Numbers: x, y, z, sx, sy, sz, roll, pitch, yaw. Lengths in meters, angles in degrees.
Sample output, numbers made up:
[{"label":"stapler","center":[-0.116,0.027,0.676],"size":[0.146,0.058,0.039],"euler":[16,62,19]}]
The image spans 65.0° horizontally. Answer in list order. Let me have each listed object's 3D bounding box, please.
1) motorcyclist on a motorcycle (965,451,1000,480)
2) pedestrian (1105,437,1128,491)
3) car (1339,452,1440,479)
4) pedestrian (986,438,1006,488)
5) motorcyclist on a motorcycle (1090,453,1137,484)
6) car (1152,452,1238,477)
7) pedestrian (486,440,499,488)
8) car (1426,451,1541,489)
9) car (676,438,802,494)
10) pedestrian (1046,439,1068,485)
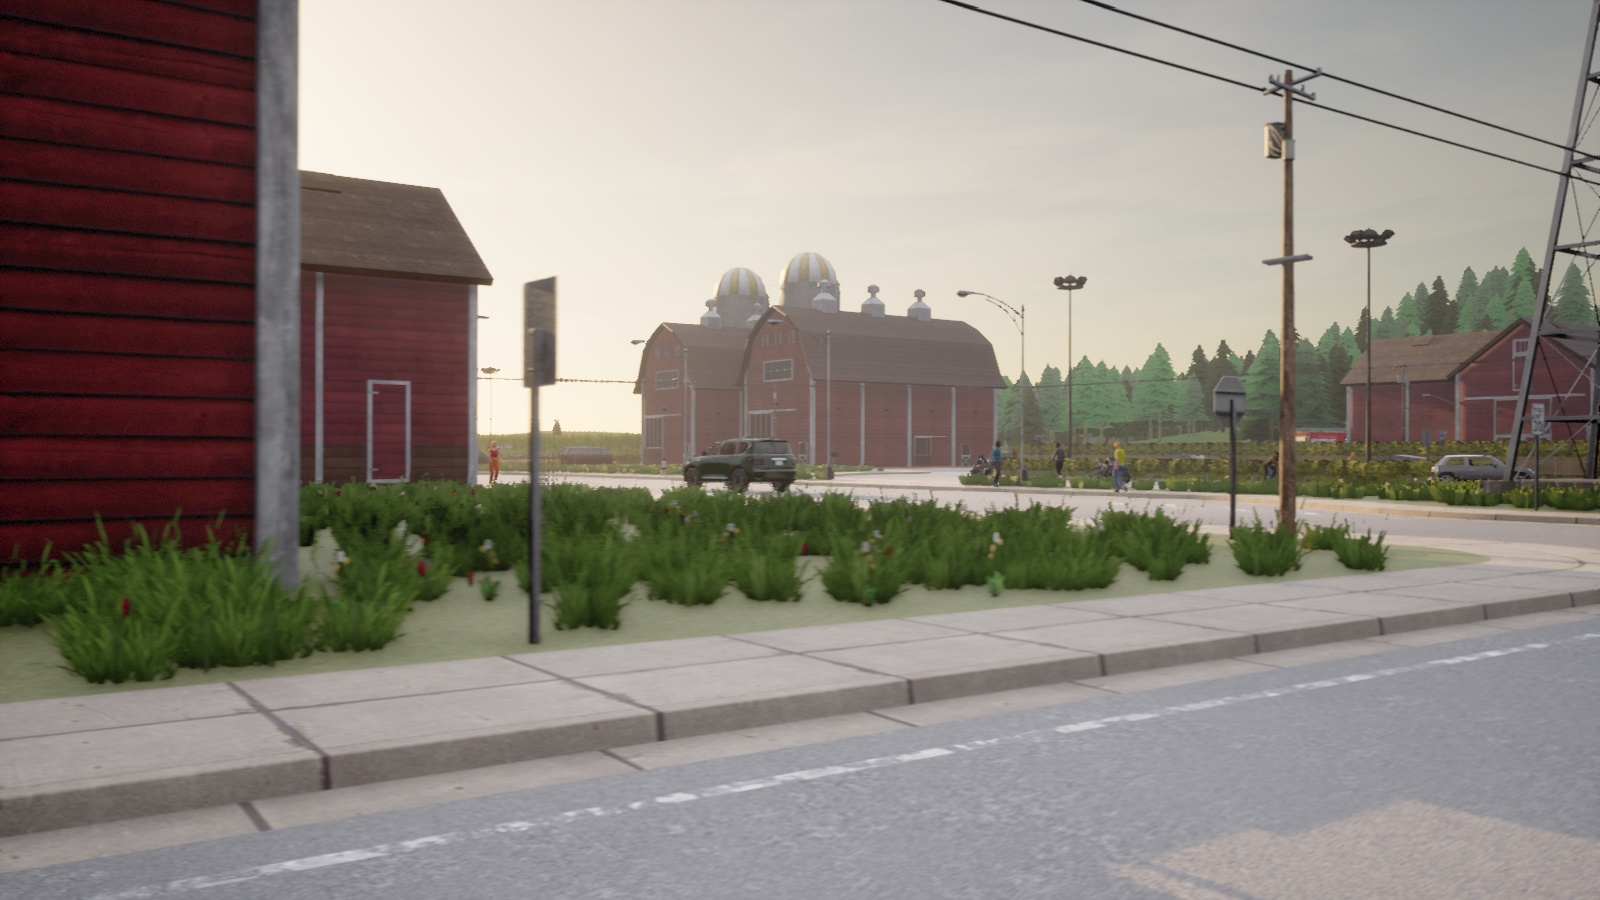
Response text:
[{"label":"motorcyclist on a motorcycle","center":[10.082,0.847,69.381],"size":[0.866,1.590,1.817],"euler":[0,0,-34]},{"label":"pedestrian","center":[10.976,0.484,43.600],"size":[0.354,1.836,0.706],"euler":[0,0,-36]},{"label":"car","center":[33.715,0.850,71.950],"size":[2.163,1.488,4.792],"euler":[0,0,-35]},{"label":"pedestrian","center":[7.640,0.504,48.996],"size":[0.396,1.930,0.692],"euler":[0,0,-32]},{"label":"motorcyclist on a motorcycle","center":[15.409,0.899,61.836],"size":[0.866,1.530,2.191],"euler":[0,0,-35]},{"label":"car","center":[24.692,0.885,78.690],"size":[2.163,1.488,4.792],"euler":[0,0,-35]},{"label":"pedestrian","center":[-12.036,0.546,49.118],"size":[0.345,1.836,0.594],"euler":[0,0,-28]},{"label":"car","center":[27.185,0.775,50.059],"size":[3.806,1.475,1.970],"euler":[0,0,21]},{"label":"car","center":[-2.428,0.587,48.256],"size":[2.150,2.045,5.566],"euler":[0,0,-36]},{"label":"pedestrian","center":[10.888,0.502,53.208],"size":[0.423,1.949,0.788],"euler":[0,0,-39]}]
